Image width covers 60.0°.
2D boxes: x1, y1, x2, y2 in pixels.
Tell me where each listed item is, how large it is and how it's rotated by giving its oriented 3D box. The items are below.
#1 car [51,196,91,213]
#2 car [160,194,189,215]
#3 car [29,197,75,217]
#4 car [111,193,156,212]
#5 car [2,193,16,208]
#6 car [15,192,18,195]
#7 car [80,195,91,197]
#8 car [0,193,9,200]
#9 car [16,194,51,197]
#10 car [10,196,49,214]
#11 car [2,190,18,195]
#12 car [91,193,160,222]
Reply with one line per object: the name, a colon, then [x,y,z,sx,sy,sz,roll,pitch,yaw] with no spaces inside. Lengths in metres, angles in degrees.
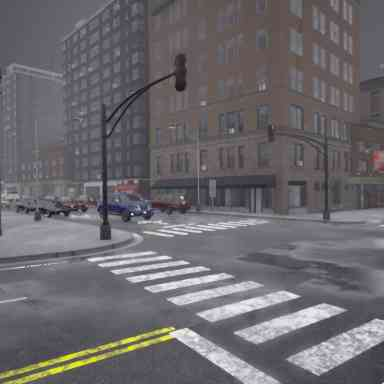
car: [-12.076,1.393,32.873,1.895,1.301,4.718,-1,1,-44]
car: [-2.405,1.086,31.192,2.192,1.841,5.009,0,1,-44]
car: [-12.356,1.417,29.212,1.947,1.339,4.313,0,1,-44]
car: [-6.238,1.044,35.147,2.192,1.841,5.009,0,1,-44]
car: [-23.733,1.246,40.952,1.752,1.417,4.829,0,1,-44]
car: [-29.237,1.042,58.879,1.802,1.307,4.206,0,1,-44]
car: [-13.904,1.082,43.058,1.967,1.590,4.097,0,1,-44]
car: [-40.736,0.883,70.744,1.947,1.339,4.313,0,1,-44]
car: [-19.359,1.214,40.408,1.837,1.490,4.892,-1,1,-44]
car: [-16.188,1.374,33.167,1.947,1.339,4.313,0,1,-44]
car: [-31.910,0.709,57.932,2.150,2.045,5.566,-1,1,-44]
car: [-5.305,1.089,25.882,2.150,2.045,5.566,-1,1,-44]
